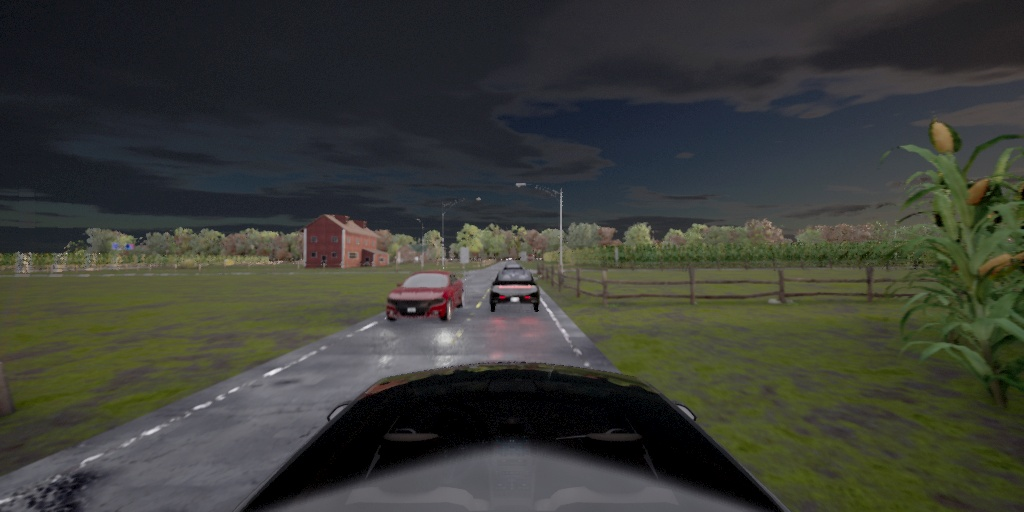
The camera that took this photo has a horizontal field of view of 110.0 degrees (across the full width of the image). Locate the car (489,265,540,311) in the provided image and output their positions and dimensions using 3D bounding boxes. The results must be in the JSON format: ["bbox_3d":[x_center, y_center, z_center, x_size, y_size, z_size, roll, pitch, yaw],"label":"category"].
[{"bbox_3d":[0.099,1.279,14.643,2.128,1.511,4.902,0,0,0],"label":"car"}]

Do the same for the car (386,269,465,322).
[{"bbox_3d":[-2.846,1.260,12.680,1.882,1.535,5.008,0,0,0],"label":"car"}]

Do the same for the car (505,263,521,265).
[{"bbox_3d":[0.098,1.327,29.748,2.128,1.511,4.902,0,0,0],"label":"car"}]
